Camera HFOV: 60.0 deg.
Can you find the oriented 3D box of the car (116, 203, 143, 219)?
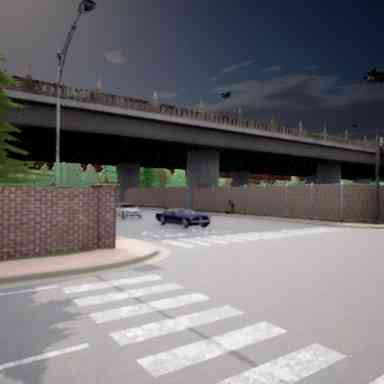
[{"bbox_3d":[-6.351,1.746,31.620,1.812,1.442,4.674,1,-1,-35],"label":"car"}]

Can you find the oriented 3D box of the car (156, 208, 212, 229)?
[{"bbox_3d":[-0.680,1.822,23.634,1.895,1.301,4.718,1,-1,-35],"label":"car"}]

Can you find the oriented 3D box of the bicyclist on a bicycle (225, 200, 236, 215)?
[{"bbox_3d":[4.177,1.661,35.765,1.656,1.620,0.582,1,0,-35],"label":"bicyclist on a bicycle"}]

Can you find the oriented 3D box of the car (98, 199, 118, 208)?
[{"bbox_3d":[-13.794,1.877,54.706,1.994,1.385,4.181,1,0,-32],"label":"car"}]
